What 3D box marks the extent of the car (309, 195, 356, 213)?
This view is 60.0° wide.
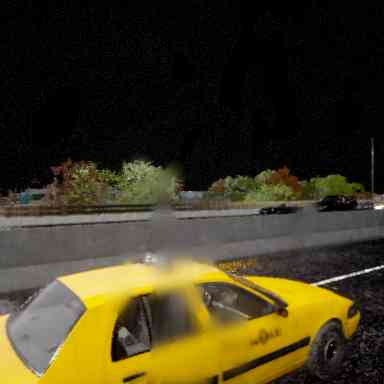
[{"bbox_3d":[12.797,1.295,30.020,5.566,2.045,2.150,0,0,-35],"label":"car"}]

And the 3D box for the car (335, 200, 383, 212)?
[{"bbox_3d":[14.201,1.620,26.743,5.357,1.411,2.033,0,0,-35],"label":"car"}]

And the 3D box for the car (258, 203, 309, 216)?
[{"bbox_3d":[8.485,1.663,31.297,4.718,1.301,1.895,0,0,-35],"label":"car"}]

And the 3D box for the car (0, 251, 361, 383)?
[{"bbox_3d":[-0.127,1.461,3.778,5.366,1.575,1.801,0,0,-35],"label":"car"}]
